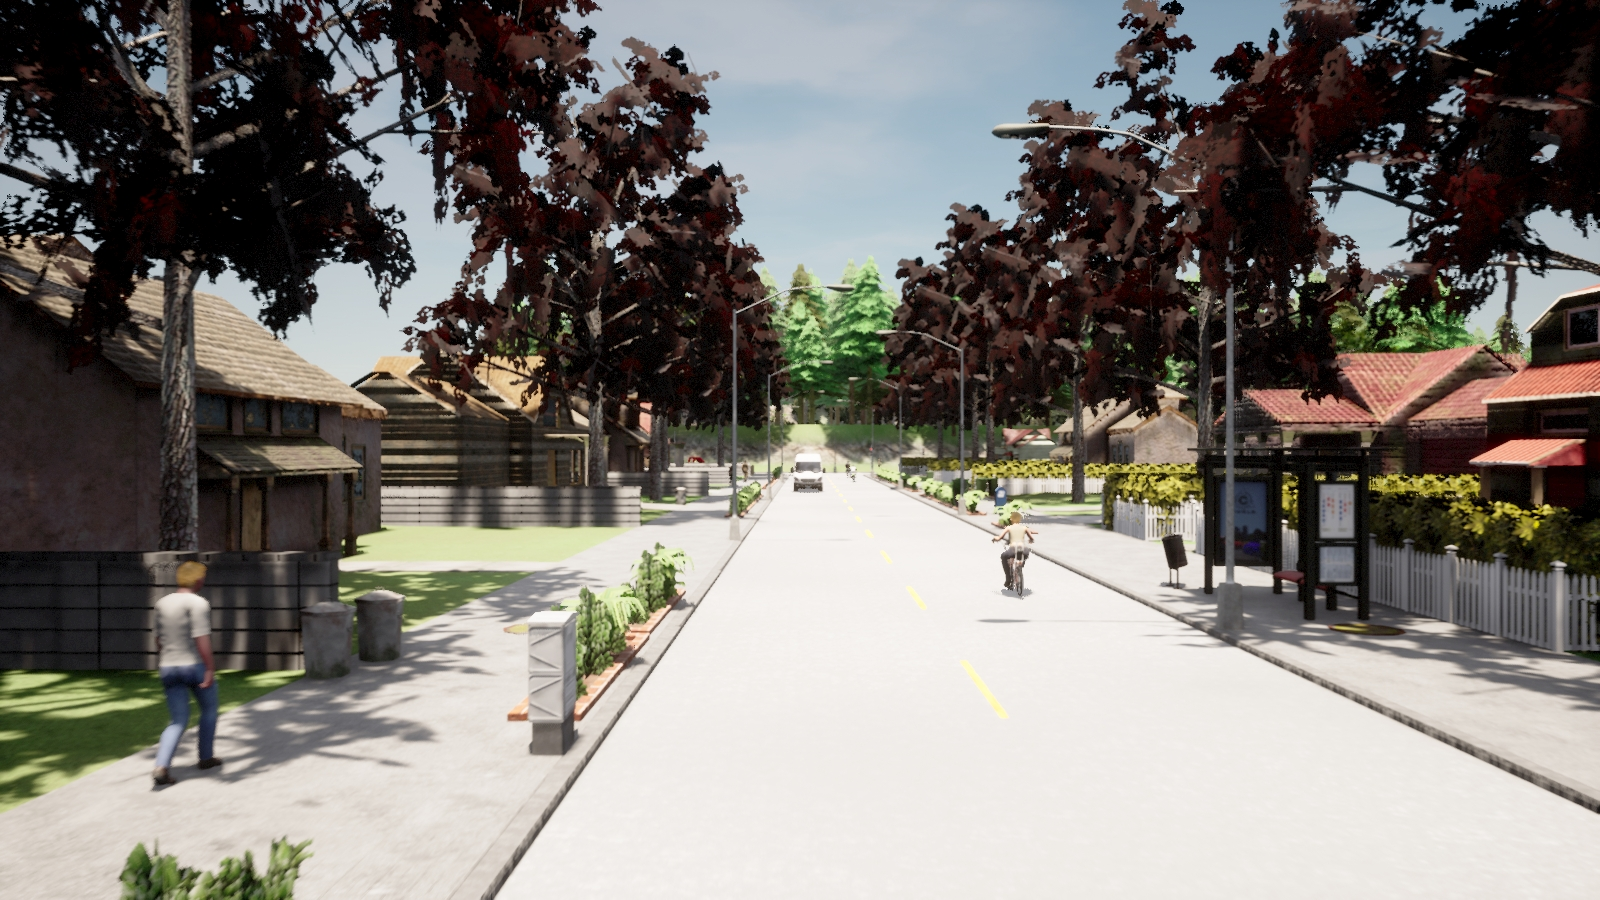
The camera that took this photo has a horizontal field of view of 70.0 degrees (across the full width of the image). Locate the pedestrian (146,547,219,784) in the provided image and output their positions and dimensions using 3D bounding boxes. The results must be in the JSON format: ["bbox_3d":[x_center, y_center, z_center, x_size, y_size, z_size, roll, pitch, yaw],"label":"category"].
[{"bbox_3d":[-5.056,1.744,9.362,0.375,1.860,0.375,0,0,9],"label":"pedestrian"}]

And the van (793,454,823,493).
[{"bbox_3d":[0.557,1.544,77.232,1.988,2.561,5.915,0,0,1],"label":"van"}]

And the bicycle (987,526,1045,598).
[{"bbox_3d":[4.191,2.161,22.294,0.859,1.276,1.487,0,0,0],"label":"bicycle"}]
